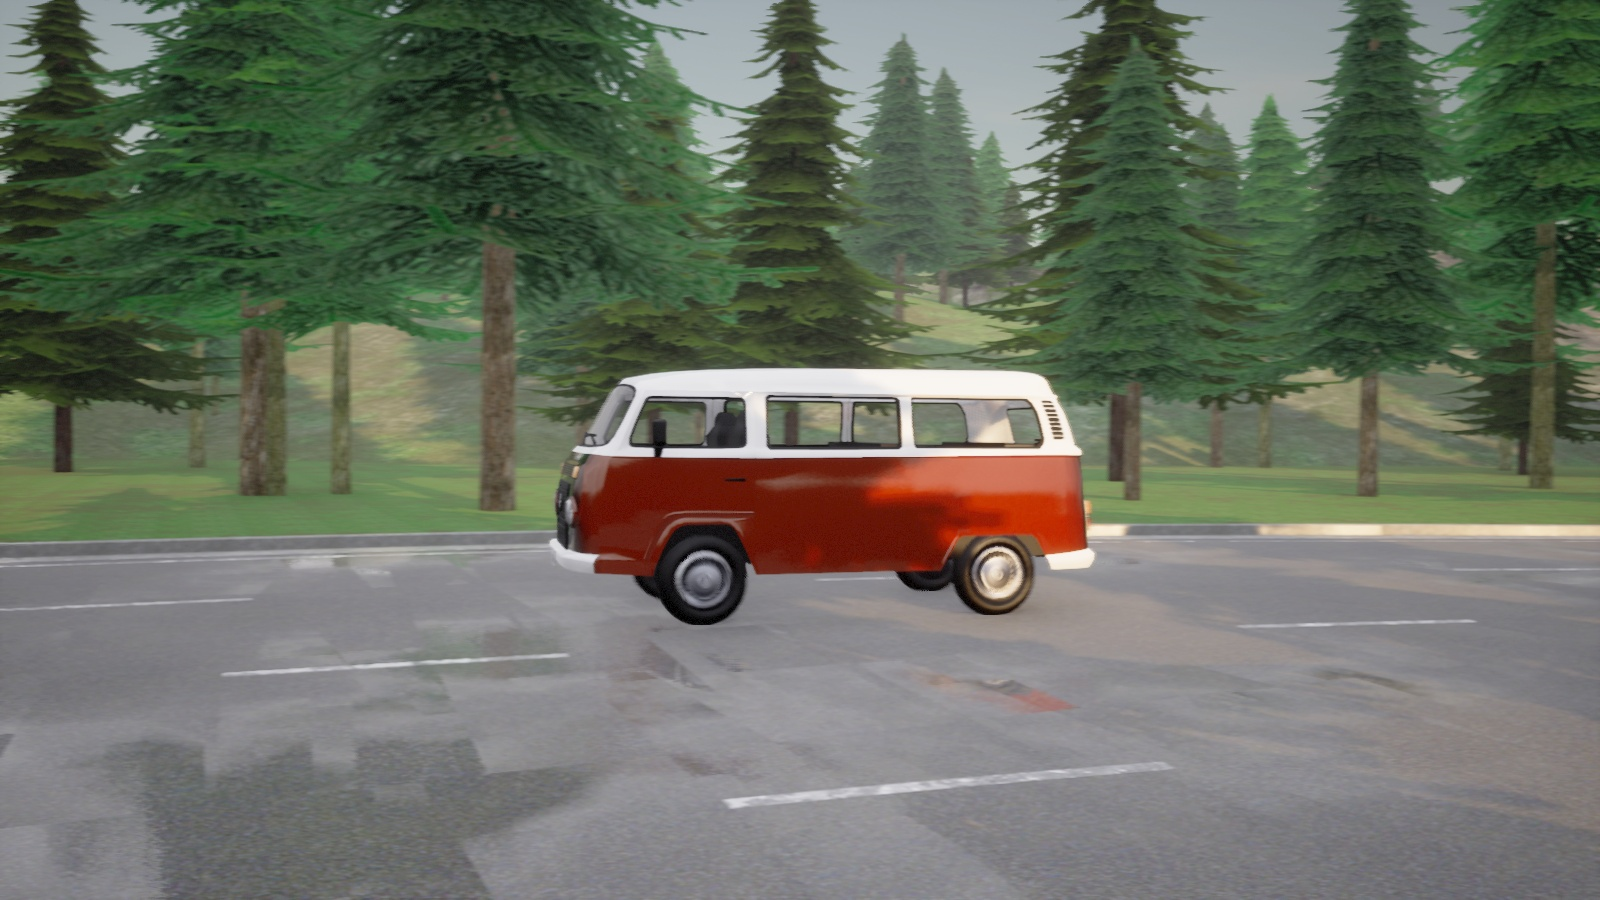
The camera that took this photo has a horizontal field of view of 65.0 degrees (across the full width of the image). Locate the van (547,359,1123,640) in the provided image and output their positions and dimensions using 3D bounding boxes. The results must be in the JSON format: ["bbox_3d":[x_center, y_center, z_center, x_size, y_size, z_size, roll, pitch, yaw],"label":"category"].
[{"bbox_3d":[0.212,0.311,10.723,4.480,2.038,2.069,-1,1,-16],"label":"van"}]
